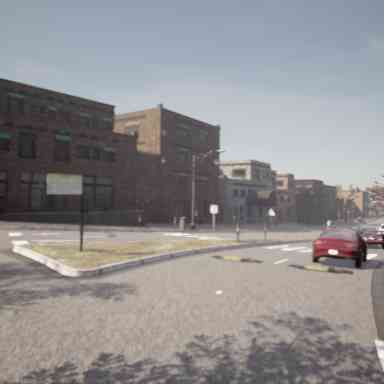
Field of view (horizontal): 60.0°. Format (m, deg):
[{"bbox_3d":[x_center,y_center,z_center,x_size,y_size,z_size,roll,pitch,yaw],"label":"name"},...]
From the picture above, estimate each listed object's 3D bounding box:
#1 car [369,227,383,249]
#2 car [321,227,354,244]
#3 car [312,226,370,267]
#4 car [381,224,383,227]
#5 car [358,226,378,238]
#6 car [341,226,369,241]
[{"bbox_3d":[14.746,3.733,26.733,2.033,1.411,5.357,1,-5,35],"label":"car"},{"bbox_3d":[13.450,3.981,30.542,1.895,1.301,4.718,1,-5,35],"label":"car"},{"bbox_3d":[6.512,2.321,14.556,1.812,1.442,4.674,1,-5,31],"label":"car"},{"bbox_3d":[23.639,4.828,39.527,2.150,2.045,5.566,1,-4,36],"label":"car"},{"bbox_3d":[24.847,5.639,46.965,1.882,1.535,5.008,1,-5,35],"label":"car"},{"bbox_3d":[19.101,4.783,38.775,2.128,1.511,4.902,1,-5,35],"label":"car"}]
